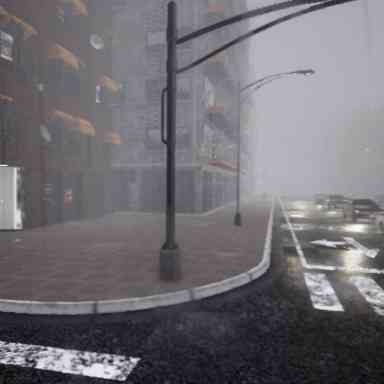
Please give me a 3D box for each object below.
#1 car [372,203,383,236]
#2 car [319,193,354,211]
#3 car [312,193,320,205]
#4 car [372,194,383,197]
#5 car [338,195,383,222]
[{"bbox_3d":[9.107,1.359,13.457,1.895,1.301,4.718,1,1,14],"label":"car"},{"bbox_3d":[13.820,0.985,32.080,1.837,1.490,4.892,1,1,14],"label":"car"},{"bbox_3d":[16.306,0.880,42.101,2.033,1.411,5.357,1,1,14],"label":"car"},{"bbox_3d":[22.813,0.968,40.915,2.033,1.411,5.357,1,1,14],"label":"car"},{"bbox_3d":[11.276,1.154,22.106,1.812,1.442,4.674,1,1,14],"label":"car"}]
